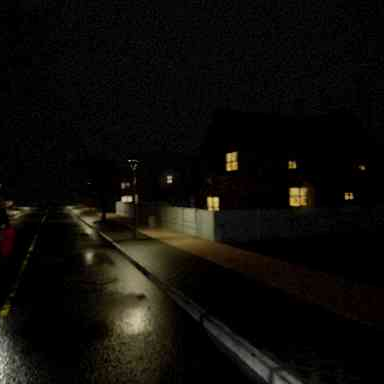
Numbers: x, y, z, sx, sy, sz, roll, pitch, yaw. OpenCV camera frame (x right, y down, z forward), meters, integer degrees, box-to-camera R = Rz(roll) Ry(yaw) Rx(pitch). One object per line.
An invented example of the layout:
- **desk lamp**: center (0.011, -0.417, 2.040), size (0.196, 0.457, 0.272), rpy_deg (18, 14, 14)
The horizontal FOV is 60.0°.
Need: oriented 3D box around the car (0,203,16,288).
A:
- **car**: center (-6.244, 1.361, 9.135), size (2.150, 2.045, 5.566), rpy_deg (-1, 0, -23)
